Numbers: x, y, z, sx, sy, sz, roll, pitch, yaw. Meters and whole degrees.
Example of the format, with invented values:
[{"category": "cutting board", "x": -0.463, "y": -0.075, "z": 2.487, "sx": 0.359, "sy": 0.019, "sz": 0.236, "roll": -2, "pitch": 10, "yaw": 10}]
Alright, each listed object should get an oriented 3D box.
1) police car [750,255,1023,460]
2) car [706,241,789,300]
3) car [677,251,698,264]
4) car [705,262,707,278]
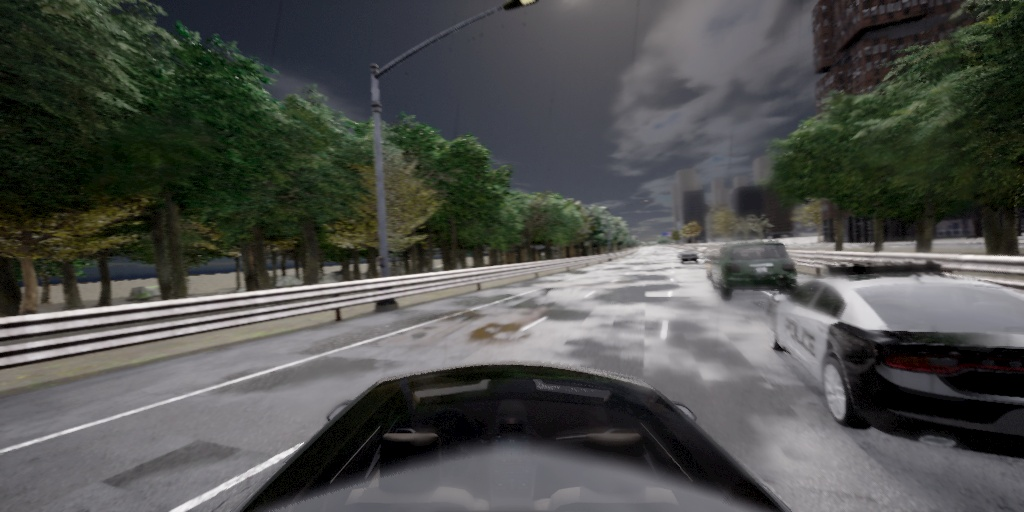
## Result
[{"category": "police car", "x": 4.942, "y": 0.908, "z": 4.870, "sx": 1.930, "sy": 1.638, "sz": 5.238, "roll": -3, "pitch": 0, "yaw": 25}, {"category": "car", "x": 9.110, "y": 0.485, "z": 13.913, "sx": 2.150, "sy": 2.045, "sz": 5.566, "roll": -3, "pitch": 0, "yaw": 25}, {"category": "car", "x": 21.100, "y": 0.109, "z": 42.889, "sx": 1.837, "sy": 1.490, "sz": 4.892, "roll": -3, "pitch": 1, "yaw": 24}, {"category": "car", "x": 11.695, "y": 0.579, "z": 19.537, "sx": 1.801, "sy": 1.575, "sz": 5.366, "roll": -3, "pitch": 0, "yaw": 25}]
